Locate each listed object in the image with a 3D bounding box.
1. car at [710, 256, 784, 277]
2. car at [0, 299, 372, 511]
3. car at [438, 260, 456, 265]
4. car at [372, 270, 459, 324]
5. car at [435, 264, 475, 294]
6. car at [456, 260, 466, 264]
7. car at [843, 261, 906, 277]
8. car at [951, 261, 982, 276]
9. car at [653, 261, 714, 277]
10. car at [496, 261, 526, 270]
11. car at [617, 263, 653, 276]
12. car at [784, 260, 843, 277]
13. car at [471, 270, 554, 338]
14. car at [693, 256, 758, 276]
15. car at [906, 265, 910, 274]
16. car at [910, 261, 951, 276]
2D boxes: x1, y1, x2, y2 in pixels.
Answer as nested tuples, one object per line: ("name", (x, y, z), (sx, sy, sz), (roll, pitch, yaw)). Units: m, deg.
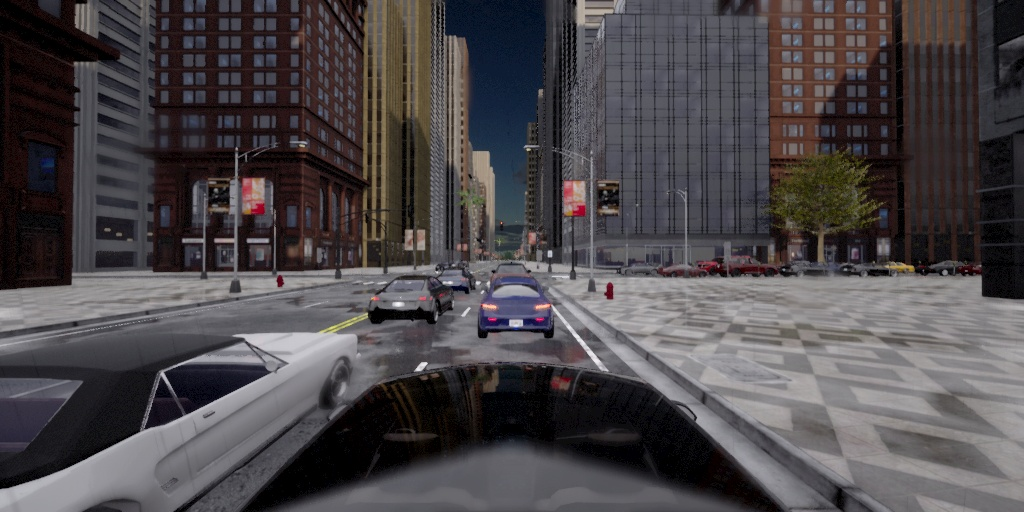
("car", (20.896, 1.035, 32.170), (5.009, 1.841, 2.192), (0, 0, -1))
("car", (-3.156, 1.351, 3.191), (1.895, 1.301, 4.718), (0, 0, 0))
("car", (-9.941, 1.534, 52.742), (1.994, 1.385, 4.181), (0, 0, 0))
("car", (-3.171, 1.325, 12.014), (1.994, 1.385, 4.181), (0, 0, 0))
("car", (-3.187, 1.349, 20.402), (1.994, 1.385, 4.181), (0, 0, 0))
("car", (-9.937, 1.533, 63.028), (2.128, 1.511, 4.902), (0, 0, 0))
("car", (32.170, 1.254, 32.367), (4.313, 1.339, 1.948), (0, 0, -1))
("car", (43.445, 1.208, 32.565), (4.507, 1.381, 1.888), (0, 0, -1))
("car", (15.258, 1.321, 32.072), (4.207, 1.307, 1.802), (0, 0, -1))
("car", (-0.034, 1.132, 19.012), (2.097, 1.767, 4.553), (0, 0, 0))
("car", (13.214, 1.377, 37.813), (4.181, 1.385, 1.994), (0, -1, -1))
("car", (26.533, 1.269, 32.269), (4.313, 1.339, 1.948), (0, 0, -1))
("car", (0.088, 1.282, 10.027), (1.812, 1.442, 4.674), (0, 0, 0))
("car", (22.517, 1.004, 37.977), (5.566, 2.045, 2.150), (0, -1, -1))
("car", (43.133, 1.288, 41.085), (4.829, 1.417, 1.751), (0, 0, -1))
("car", (42.735, 1.199, 35.178), (4.892, 1.490, 1.837), (0, -1, -1))
